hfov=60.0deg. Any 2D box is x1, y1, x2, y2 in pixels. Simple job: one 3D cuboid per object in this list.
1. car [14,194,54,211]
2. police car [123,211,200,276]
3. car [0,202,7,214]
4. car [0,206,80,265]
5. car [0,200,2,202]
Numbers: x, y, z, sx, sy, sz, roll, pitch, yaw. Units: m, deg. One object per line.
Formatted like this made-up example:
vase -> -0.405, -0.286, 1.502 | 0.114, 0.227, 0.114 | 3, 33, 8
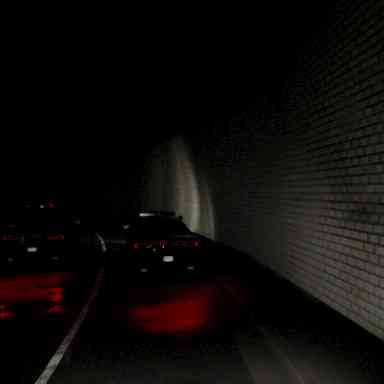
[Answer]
car -> -13.033, 1.216, 27.375 | 2.150, 2.045, 5.566 | 0, 0, -37
police car -> -1.131, 1.424, 10.642 | 1.930, 1.638, 5.238 | 0, 0, -12
car -> -11.335, 1.524, 18.433 | 1.812, 1.442, 4.674 | 0, 0, -26
car -> -5.119, 1.477, 11.808 | 1.882, 1.535, 5.008 | 0, 0, -14
car -> -24.059, 1.560, 40.435 | 1.994, 1.385, 4.181 | 0, 0, -41
